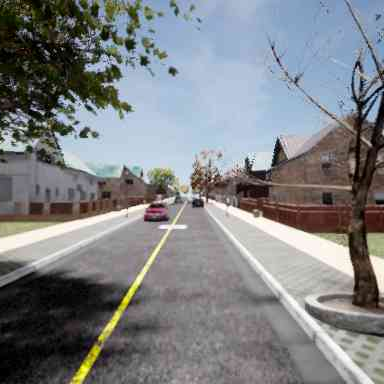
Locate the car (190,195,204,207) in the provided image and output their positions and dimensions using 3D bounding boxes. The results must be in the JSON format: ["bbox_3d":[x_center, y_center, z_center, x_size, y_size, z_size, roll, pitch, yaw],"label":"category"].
[{"bbox_3d":[0.959,1.631,53.029,1.882,1.535,5.008,0,0,0],"label":"car"}]

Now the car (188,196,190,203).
[{"bbox_3d":[-0.004,1.602,71.800,1.812,1.442,4.674,0,0,0],"label":"car"}]

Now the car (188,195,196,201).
[{"bbox_3d":[-0.005,1.568,85.901,1.882,1.535,5.008,0,0,0],"label":"car"}]

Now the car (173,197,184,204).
[{"bbox_3d":[-2.754,1.700,68.846,1.812,1.442,4.674,0,0,0],"label":"car"}]

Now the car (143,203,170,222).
[{"bbox_3d":[-2.856,1.614,27.591,1.812,1.442,4.674,0,0,0],"label":"car"}]
